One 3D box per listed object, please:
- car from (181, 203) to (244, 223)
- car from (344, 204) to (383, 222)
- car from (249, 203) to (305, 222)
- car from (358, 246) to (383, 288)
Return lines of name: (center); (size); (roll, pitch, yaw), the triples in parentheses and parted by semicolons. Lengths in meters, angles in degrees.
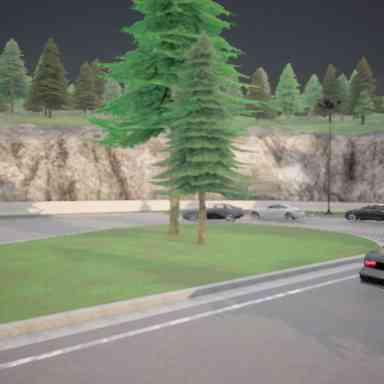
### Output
car: (1.610, 1.623, 26.310); (4.902, 1.511, 2.128); (0, -1, 5)
car: (14.778, 1.728, 26.745); (1.837, 1.490, 4.892); (2, -1, -35)
car: (7.228, 1.706, 28.617); (4.674, 1.442, 1.812); (0, -1, 28)
car: (6.205, 1.627, 8.240); (5.357, 1.411, 2.033); (1, 0, -37)
